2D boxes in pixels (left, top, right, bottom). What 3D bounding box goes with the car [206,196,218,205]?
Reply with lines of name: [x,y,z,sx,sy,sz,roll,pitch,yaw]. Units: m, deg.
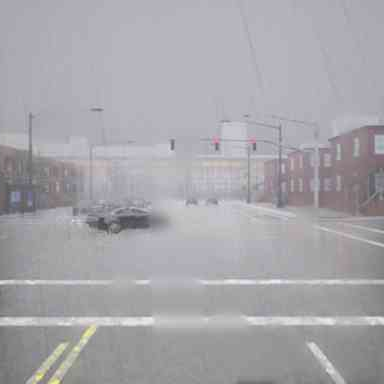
car: [3.473,1.513,58.590,1.837,1.490,4.892,0,0,0]

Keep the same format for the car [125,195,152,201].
car: [-7.104,1.498,44.175,2.128,1.511,4.902,0,0,0]

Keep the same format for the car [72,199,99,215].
car: [-10.604,1.510,33.854,1.837,1.490,4.892,0,0,0]

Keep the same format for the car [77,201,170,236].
car: [-3.483,1.494,18.581,4.902,1.511,2.128,0,0,-39]

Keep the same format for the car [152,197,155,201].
car: [-7.100,1.511,54.264,1.837,1.490,4.892,0,0,0]

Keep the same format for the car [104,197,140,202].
car: [-7.108,1.552,34.194,2.033,1.411,5.357,0,0,0]

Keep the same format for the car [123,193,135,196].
car: [-10.606,1.223,55.702,2.150,2.045,5.566,0,1,-1]

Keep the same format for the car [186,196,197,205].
car: [-0.027,1.500,58.584,2.128,1.511,4.902,0,0,0]
